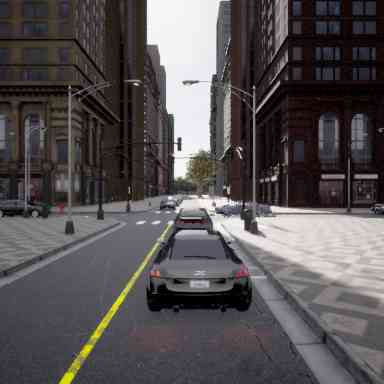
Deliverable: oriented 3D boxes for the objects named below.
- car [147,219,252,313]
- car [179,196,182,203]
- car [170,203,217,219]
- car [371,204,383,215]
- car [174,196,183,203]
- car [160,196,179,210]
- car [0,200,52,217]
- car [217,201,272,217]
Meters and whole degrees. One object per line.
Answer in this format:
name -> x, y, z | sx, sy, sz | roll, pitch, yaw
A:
car -> 0.110, 1.564, 7.764 | 1.994, 1.385, 4.181 | 0, 0, -1
car -> -3.075, 1.494, 52.890 | 2.128, 1.511, 4.902 | 0, 0, 0
car -> 0.066, 1.505, 16.672 | 1.837, 1.490, 4.892 | 0, 0, 0
car -> 19.831, 1.415, 32.111 | 4.553, 1.767, 2.097 | 0, 0, 0
car -> -2.978, 1.550, 73.538 | 1.812, 1.442, 4.674 | 0, 0, 0
car -> -3.078, 1.547, 43.129 | 2.033, 1.411, 5.357 | 0, 0, 0
car -> -14.739, 1.454, 28.924 | 4.892, 1.490, 1.837 | 0, 0, -1
car -> 4.799, 1.563, 31.545 | 5.357, 1.411, 2.033 | 0, 0, -11
